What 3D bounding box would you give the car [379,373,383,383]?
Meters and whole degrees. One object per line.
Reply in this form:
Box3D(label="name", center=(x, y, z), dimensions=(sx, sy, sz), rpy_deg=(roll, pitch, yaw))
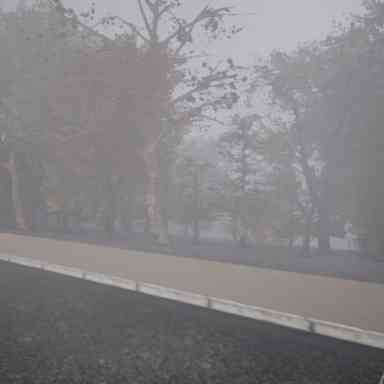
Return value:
Box3D(label="car", center=(3.434, 1.481, 1.231), dimensions=(4.902, 1.511, 2.128), rpy_deg=(0, 0, 35))
